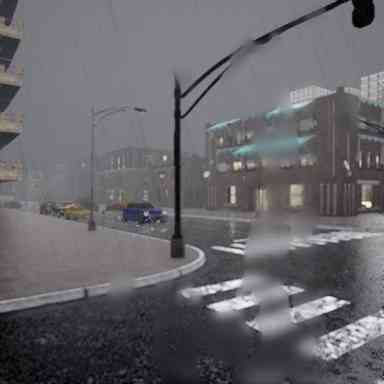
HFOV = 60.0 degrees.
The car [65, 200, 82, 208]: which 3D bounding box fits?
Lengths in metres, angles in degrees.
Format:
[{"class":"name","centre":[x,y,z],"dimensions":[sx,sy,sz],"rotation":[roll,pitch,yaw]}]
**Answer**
[{"class":"car","centre":[-22.541,2.274,63.080],"dimensions":[1.812,1.442,4.674],"rotation":[0,-1,-36]}]

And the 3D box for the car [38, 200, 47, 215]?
[{"class":"car","centre":[-17.157,1.915,40.443],"dimensions":[1.967,1.590,4.097],"rotation":[-1,0,-36]}]

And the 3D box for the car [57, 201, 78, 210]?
[{"class":"car","centre":[-20.708,2.200,55.131],"dimensions":[2.033,1.411,5.357],"rotation":[0,-1,-36]}]

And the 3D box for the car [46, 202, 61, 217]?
[{"class":"car","centre":[-13.874,1.957,35.811],"dimensions":[2.008,1.369,4.403],"rotation":[-1,0,-36]}]

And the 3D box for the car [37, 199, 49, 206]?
[{"class":"car","centre":[-36.940,2.569,82.324],"dimensions":[1.752,1.417,4.829],"rotation":[-1,0,-36]}]

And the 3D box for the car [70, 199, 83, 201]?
[{"class":"car","centre":[-16.451,1.986,43.956],"dimensions":[1.882,1.535,5.008],"rotation":[0,-1,-35]}]

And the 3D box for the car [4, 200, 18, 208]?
[{"class":"car","centre":[-37.040,2.441,68.099],"dimensions":[2.008,1.369,4.403],"rotation":[-1,0,-36]}]

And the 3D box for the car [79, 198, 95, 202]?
[{"class":"car","centre":[-14.649,2.032,46.772],"dimensions":[1.837,1.490,4.892],"rotation":[0,-1,-35]}]

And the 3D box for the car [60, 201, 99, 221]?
[{"class":"car","centre":[-10.506,1.862,31.031],"dimensions":[1.752,1.417,4.829],"rotation":[-1,0,-36]}]

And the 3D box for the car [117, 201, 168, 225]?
[{"class":"car","centre":[-3.794,1.598,26.270],"dimensions":[2.097,1.767,4.553],"rotation":[0,-1,-36]}]

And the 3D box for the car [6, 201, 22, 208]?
[{"class":"car","centre":[-33.728,2.366,63.488],"dimensions":[1.887,1.381,4.507],"rotation":[-1,0,-36]}]

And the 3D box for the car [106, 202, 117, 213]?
[{"class":"car","centre":[-10.345,2.068,45.299],"dimensions":[1.802,1.307,4.206],"rotation":[-1,0,-36]}]

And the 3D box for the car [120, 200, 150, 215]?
[{"class":"car","centre":[-7.019,1.858,40.703],"dimensions":[1.967,1.590,4.097],"rotation":[-1,0,-36]}]
